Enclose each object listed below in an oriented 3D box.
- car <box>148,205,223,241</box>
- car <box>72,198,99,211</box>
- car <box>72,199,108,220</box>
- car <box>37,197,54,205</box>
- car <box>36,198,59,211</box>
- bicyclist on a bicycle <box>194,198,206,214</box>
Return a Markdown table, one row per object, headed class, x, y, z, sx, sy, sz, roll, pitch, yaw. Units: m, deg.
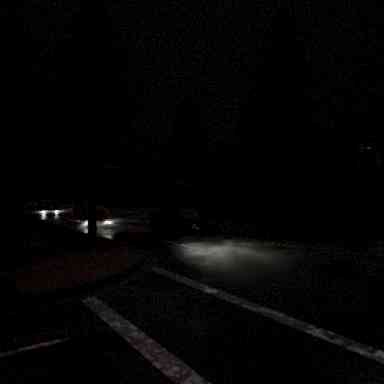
| class | x | y | z | sx | sy | sz | roll | pitch | yaw |
| --- | --- | --- | --- | --- | --- | --- | --- | --- | --- |
| car | -0.476 | 1.506 | 17.396 | 1.882 | 1.535 | 5.008 | 0 | 1 | -36 |
| car | -13.417 | 1.573 | 41.695 | 1.812 | 1.442 | 4.674 | 0 | 0 | -36 |
| car | -9.002 | 1.506 | 29.224 | 1.882 | 1.535 | 5.008 | 0 | -1 | -36 |
| car | -26.242 | 1.648 | 59.459 | 1.895 | 1.301 | 4.718 | 0 | 0 | -36 |
| car | -18.488 | 1.554 | 42.434 | 1.812 | 1.442 | 4.674 | 0 | 0 | -36 |
| bicyclist on a bicycle | 0.669 | 1.375 | 31.169 | 1.656 | 1.620 | 0.582 | 0 | 0 | -36 |
